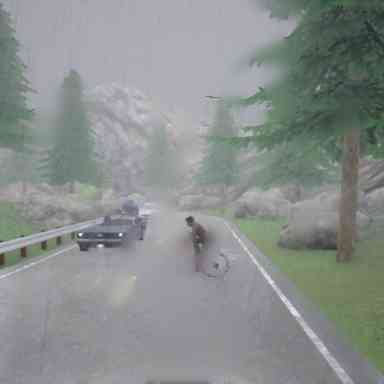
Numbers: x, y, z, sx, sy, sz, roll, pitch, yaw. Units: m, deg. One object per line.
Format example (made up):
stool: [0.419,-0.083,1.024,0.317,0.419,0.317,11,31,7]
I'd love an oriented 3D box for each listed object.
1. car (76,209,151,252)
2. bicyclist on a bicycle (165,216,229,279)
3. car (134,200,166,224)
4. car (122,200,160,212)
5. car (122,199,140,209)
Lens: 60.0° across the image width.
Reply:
car: [-3.168,1.599,13.966,1.895,1.301,4.718,0,0,2]
bicyclist on a bicycle: [0.121,1.451,8.581,1.656,1.620,0.582,-1,0,1]
car: [-2.904,1.522,24.572,1.812,1.442,4.674,0,0,-2]
car: [-6.057,1.595,39.122,1.895,1.301,4.718,0,0,-45]
car: [-5.335,1.472,32.793,1.882,1.535,5.008,0,0,-32]
